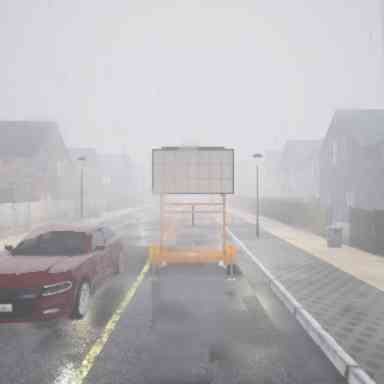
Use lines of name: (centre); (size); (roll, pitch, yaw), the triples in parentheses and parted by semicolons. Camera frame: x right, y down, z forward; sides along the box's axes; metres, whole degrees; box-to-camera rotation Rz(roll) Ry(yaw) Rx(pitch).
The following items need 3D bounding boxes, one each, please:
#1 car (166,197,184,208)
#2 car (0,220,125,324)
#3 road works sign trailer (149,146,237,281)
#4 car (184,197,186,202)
car: (-2.723, 1.698, 49.935); (1.994, 1.385, 4.181); (0, 0, 0)
car: (-2.835, 1.478, 7.530); (1.882, 1.535, 5.008); (0, 0, 0)
road works sign trailer: (0.029, 0.465, 9.852); (2.380, 3.560, 2.880); (0, 0, 1)
car: (-2.541, 1.921, 85.513); (2.128, 1.511, 4.902); (0, -1, 0)
